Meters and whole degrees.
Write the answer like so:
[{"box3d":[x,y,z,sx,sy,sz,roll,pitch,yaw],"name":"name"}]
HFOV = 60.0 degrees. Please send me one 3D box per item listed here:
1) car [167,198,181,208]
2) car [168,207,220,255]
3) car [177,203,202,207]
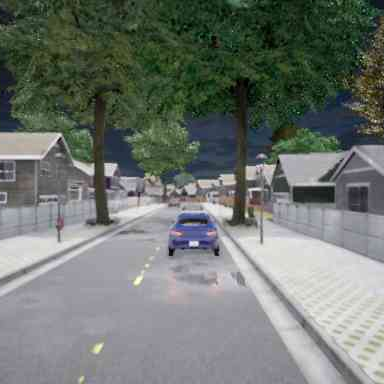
[{"box3d":[-2.788,1.756,52.470,1.837,1.490,4.892,0,-1,0],"name":"car"},{"box3d":[0.079,1.541,13.243,1.812,1.442,4.674,0,0,0],"name":"car"},{"box3d":[0.075,1.669,26.280,1.895,1.301,4.718,0,0,0],"name":"car"}]
